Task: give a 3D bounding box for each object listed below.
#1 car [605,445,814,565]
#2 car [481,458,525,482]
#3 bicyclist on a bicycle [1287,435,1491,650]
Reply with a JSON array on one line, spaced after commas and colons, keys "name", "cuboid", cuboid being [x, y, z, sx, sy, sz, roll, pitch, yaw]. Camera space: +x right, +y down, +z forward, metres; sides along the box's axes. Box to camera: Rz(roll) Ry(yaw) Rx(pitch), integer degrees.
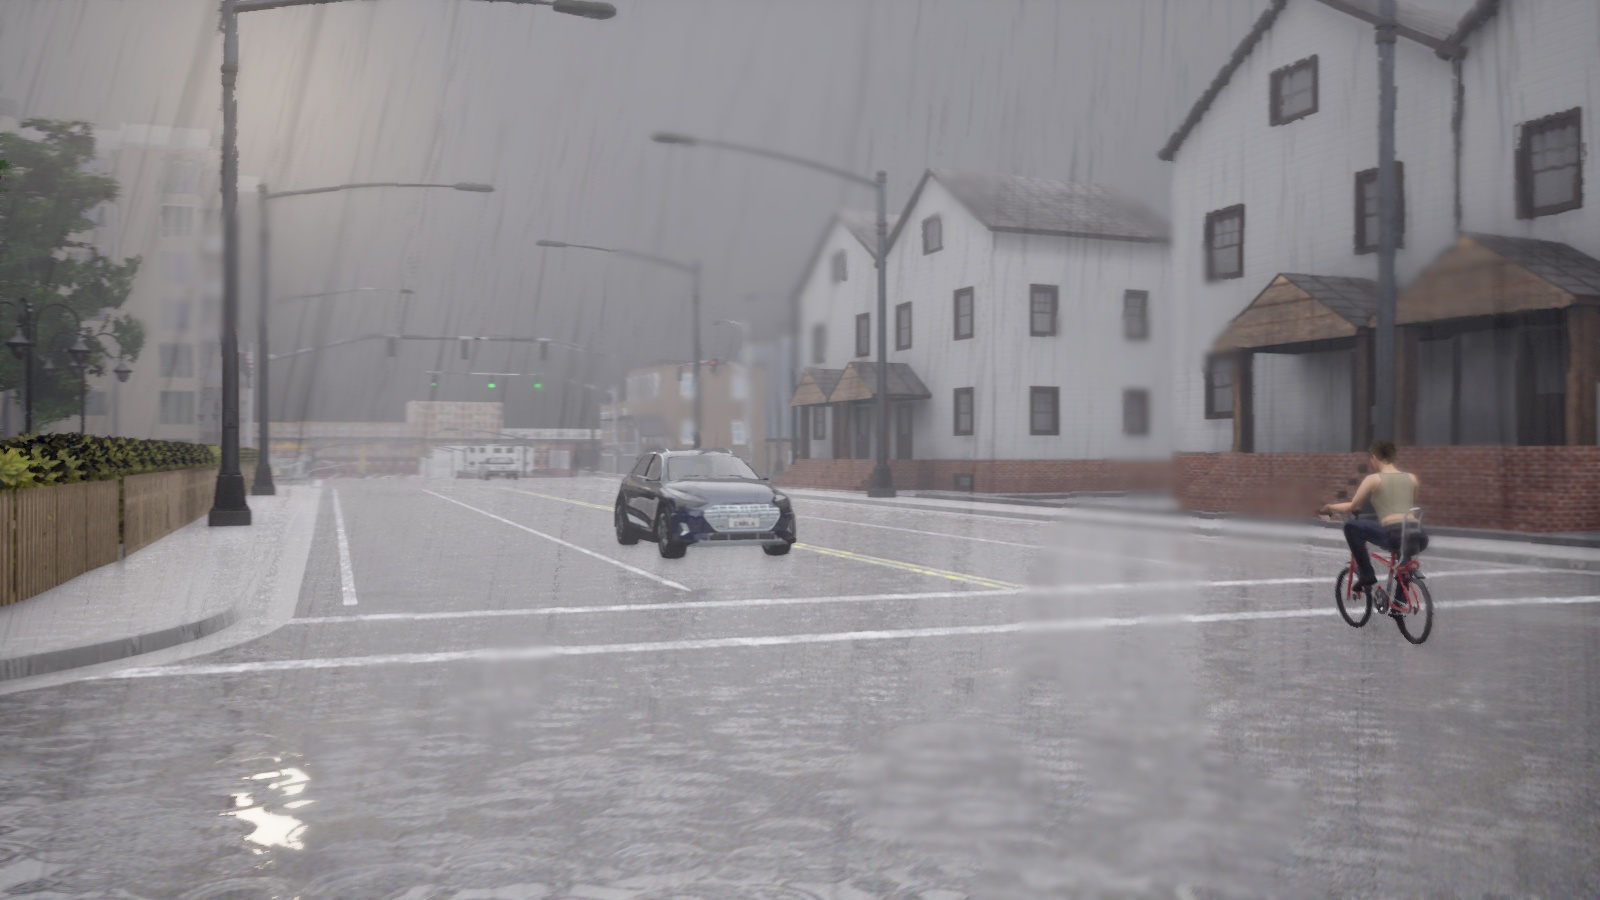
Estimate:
[{"name": "car", "cuboid": [-1.589, 0.764, 19.867, 2.033, 1.649, 4.856, 0, 0, -20]}, {"name": "car", "cuboid": [-17.126, 1.136, 72.305, 1.895, 1.301, 4.718, -1, 0, -20]}, {"name": "bicyclist on a bicycle", "cuboid": [4.806, 0.709, 10.369, 0.866, 1.612, 1.509, -2, 0, -3]}]
